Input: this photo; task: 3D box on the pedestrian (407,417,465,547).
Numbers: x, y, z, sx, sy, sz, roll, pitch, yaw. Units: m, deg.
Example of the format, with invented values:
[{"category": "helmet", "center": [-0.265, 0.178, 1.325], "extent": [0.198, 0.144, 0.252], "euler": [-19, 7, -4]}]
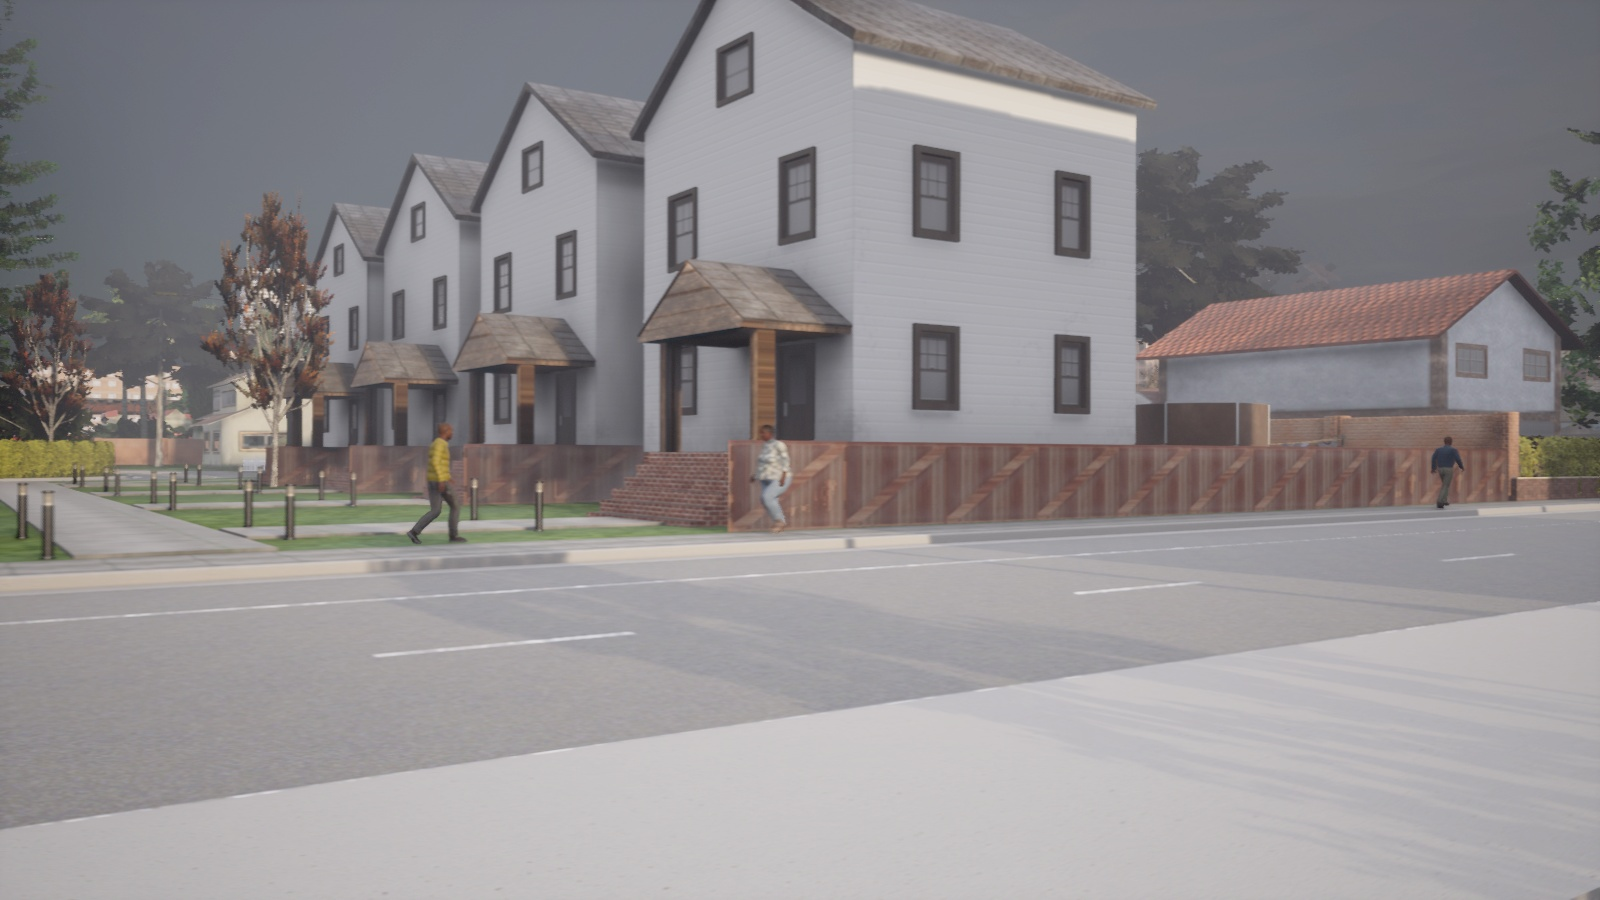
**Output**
[{"category": "pedestrian", "center": [-5.263, 0.456, 18.167], "extent": [0.726, 1.835, 0.370], "euler": [0, 0, -33]}]

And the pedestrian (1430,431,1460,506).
[{"category": "pedestrian", "center": [15.936, 0.448, 31.024], "extent": [0.726, 1.835, 0.370], "euler": [0, 0, -36]}]

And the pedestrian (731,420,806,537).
[{"category": "pedestrian", "center": [-0.523, 0.453, 20.522], "extent": [0.900, 1.855, 0.874], "euler": [0, 0, -33]}]
